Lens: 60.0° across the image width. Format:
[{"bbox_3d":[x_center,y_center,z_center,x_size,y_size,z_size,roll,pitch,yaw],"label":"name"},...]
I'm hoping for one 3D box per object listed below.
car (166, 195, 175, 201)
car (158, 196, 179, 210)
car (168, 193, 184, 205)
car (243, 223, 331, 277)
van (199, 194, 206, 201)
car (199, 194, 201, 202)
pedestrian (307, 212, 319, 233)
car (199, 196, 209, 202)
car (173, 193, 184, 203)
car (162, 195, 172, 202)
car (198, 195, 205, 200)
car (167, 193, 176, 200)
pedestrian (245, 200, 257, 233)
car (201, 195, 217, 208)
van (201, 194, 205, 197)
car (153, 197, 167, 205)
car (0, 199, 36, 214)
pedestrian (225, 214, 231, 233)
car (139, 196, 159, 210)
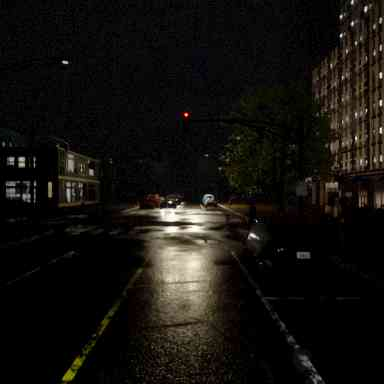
[{"bbox_3d":[-5.662,1.559,87.010,2.008,1.369,4.403,0,0,0],"label":"car"},{"bbox_3d":[-3.081,1.567,43.811,1.994,1.385,4.181,0,0,0],"label":"car"},{"bbox_3d":[-3.068,1.217,57.858,2.150,2.045,5.566,0,1,0],"label":"car"},{"bbox_3d":[2.697,1.566,10.123,1.947,1.339,4.313,0,0,0],"label":"car"},{"bbox_3d":[2.720,1.349,87.010,1.690,1.788,3.998,0,0,0],"label":"van"},{"bbox_3d":[2.712,1.556,64.806,2.008,1.369,4.403,0,0,0],"label":"car"},{"bbox_3d":[6.162,1.522,17.092,0.500,1.100,0.500,0,0,0],"label":"pedestrian"},{"bbox_3d":[2.715,1.572,75.908,1.947,1.339,4.313,0,0,0],"label":"car"},{"bbox_3d":[-2.979,1.230,72.808,2.150,2.045,5.566,0,0,0],"label":"car"},{"bbox_3d":[-5.665,1.532,75.738,1.752,1.417,4.829,0,0,0],"label":"car"},{"bbox_3d":[2.721,1.534,92.731,1.752,1.417,4.829,0,0,0],"label":"car"},{"bbox_3d":[-5.660,1.324,92.561,2.192,1.841,5.009,0,0,0],"label":"car"},{"bbox_3d":[3.190,1.295,17.799,0.375,1.860,0.375,0,0,0],"label":"pedestrian"},{"bbox_3d":[2.707,1.529,48.322,1.752,1.417,4.829,0,0,0],"label":"car"},{"bbox_3d":[2.710,1.345,53.704,1.690,1.788,3.998,0,0,0],"label":"van"},{"bbox_3d":[-5.670,1.555,59.255,2.008,1.369,4.403,0,0,0],"label":"car"},{"bbox_3d":[-17.260,1.372,31.608,4.507,1.381,1.887,1,-1,-1],"label":"car"},{"bbox_3d":[2.048,1.675,18.291,0.500,1.100,0.500,0,0,0],"label":"pedestrian"},{"bbox_3d":[-5.675,1.585,42.602,1.802,1.307,4.206,0,0,0],"label":"car"}]
